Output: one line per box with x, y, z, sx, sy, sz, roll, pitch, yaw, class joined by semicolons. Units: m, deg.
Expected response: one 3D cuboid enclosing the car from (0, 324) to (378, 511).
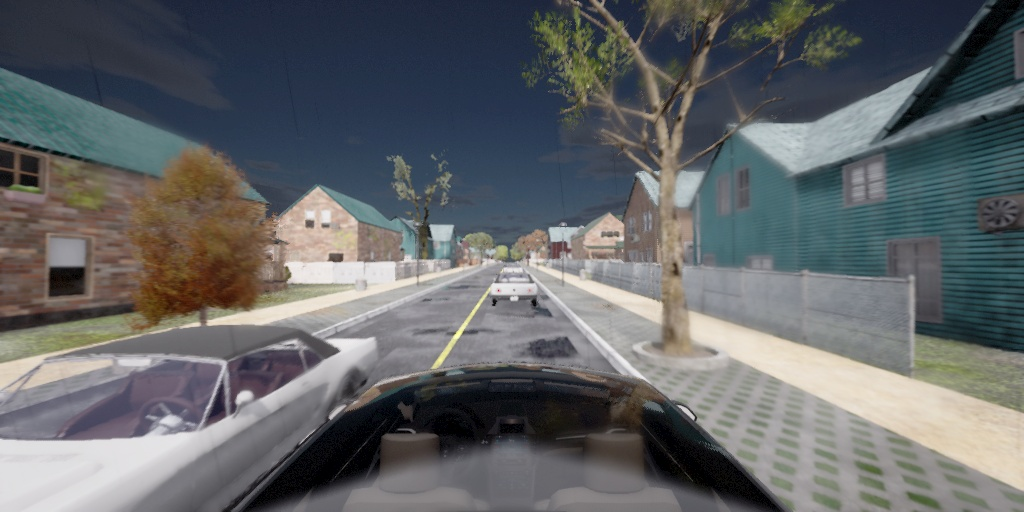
-2.824;1.352;2.817;1.895;1.301;4.718;0;0;0;car

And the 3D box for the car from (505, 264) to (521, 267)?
0.101;1.415;36.457;1.895;1.301;4.718;0;0;0;car

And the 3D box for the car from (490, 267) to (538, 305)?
0.093;1.366;16.065;1.895;1.301;4.718;0;0;0;car
